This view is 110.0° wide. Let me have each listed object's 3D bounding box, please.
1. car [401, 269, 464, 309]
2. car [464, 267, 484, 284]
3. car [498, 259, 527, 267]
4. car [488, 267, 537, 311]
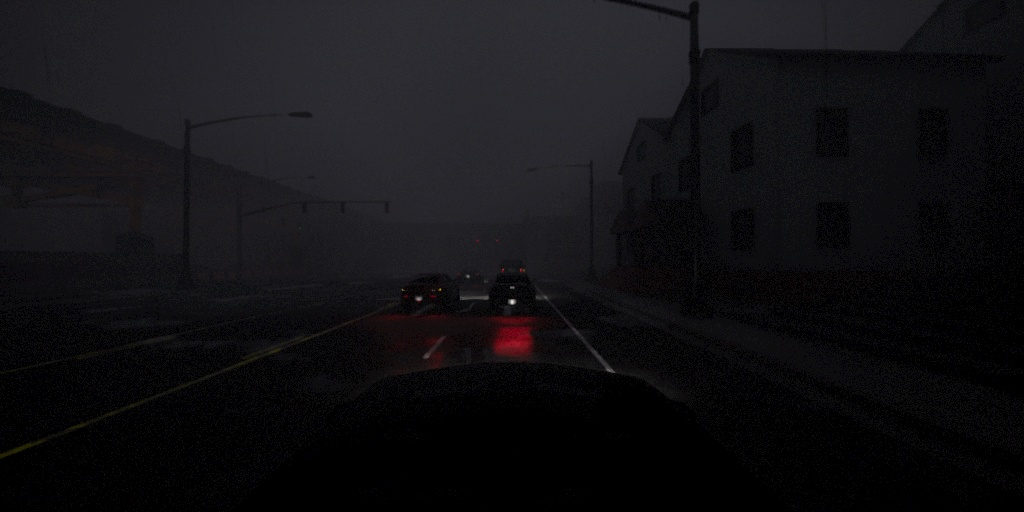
[{"bbox_3d":[-3.468,1.428,15.732,1.812,1.442,4.674,0,0,0],"label":"car"},{"bbox_3d":[-3.479,1.641,30.349,1.994,1.385,4.181,0,-1,0],"label":"car"},{"bbox_3d":[0.051,1.298,29.450,2.150,2.045,5.566,0,-1,1],"label":"car"},{"bbox_3d":[0.027,1.405,15.344,1.837,1.490,4.892,0,0,0],"label":"car"}]
